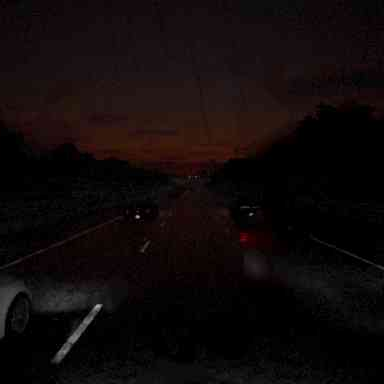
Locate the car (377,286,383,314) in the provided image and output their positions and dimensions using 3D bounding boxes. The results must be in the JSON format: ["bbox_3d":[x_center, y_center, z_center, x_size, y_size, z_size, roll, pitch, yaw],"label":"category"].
[{"bbox_3d":[3.601,1.556,2.659,1.895,1.301,4.718,0,1,0],"label":"car"}]

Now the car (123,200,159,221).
[{"bbox_3d":[-3.393,1.219,23.014,1.895,1.301,4.718,0,1,0],"label":"car"}]

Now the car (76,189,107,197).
[{"bbox_3d":[-14.053,0.751,46.919,2.033,1.411,5.357,0,1,1],"label":"car"}]

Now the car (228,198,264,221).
[{"bbox_3d":[3.607,1.115,22.718,2.128,1.511,4.902,0,1,0],"label":"car"}]

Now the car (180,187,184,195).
[{"bbox_3d":[-3.478,0.244,73.449,2.033,1.411,5.357,0,1,0],"label":"car"}]

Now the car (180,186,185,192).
[{"bbox_3d":[-3.475,-0.184,84.413,2.097,1.767,4.553,0,1,0],"label":"car"}]

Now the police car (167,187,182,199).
[{"bbox_3d":[-3.481,0.422,62.451,2.038,1.542,4.974,0,1,0],"label":"police car"}]

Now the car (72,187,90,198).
[{"bbox_3d":[-20.983,0.168,63.612,2.150,2.045,5.566,0,2,0],"label":"car"}]

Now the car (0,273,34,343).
[{"bbox_3d":[-3.399,1.470,3.301,1.812,1.442,4.674,0,1,0],"label":"car"}]
